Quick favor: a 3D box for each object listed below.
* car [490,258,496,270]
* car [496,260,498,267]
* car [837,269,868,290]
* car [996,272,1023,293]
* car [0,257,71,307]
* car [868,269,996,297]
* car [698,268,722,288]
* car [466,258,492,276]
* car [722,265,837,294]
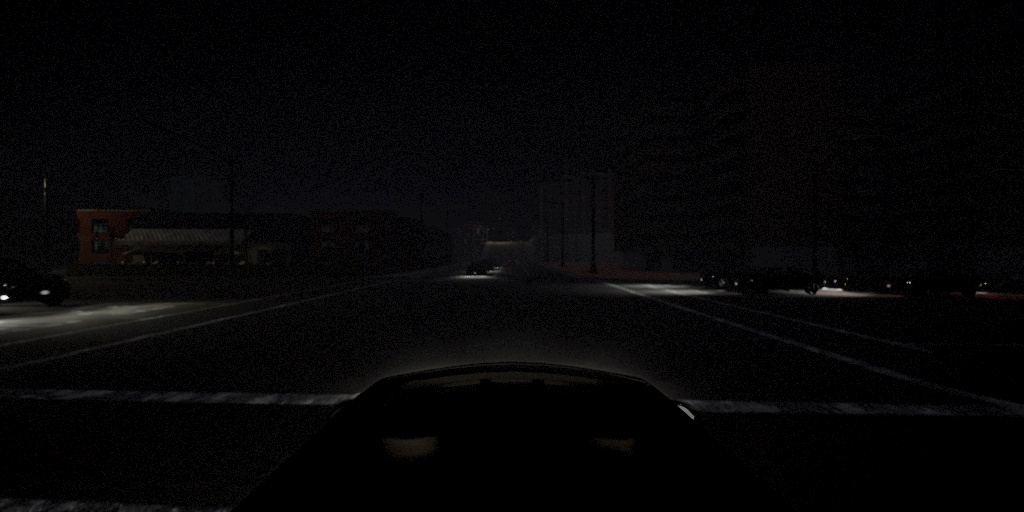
[{"bbox_3d":[-3.505,1.153,48.369,1.837,1.490,4.892,0,0,0],"label":"car"},{"bbox_3d":[-3.430,1.089,60.012,1.837,1.490,4.892,0,0,0],"label":"car"},{"bbox_3d":[24.402,1.612,24.939,4.181,1.385,1.994,1,0,-2],"label":"car"},{"bbox_3d":[34.753,1.830,25.164,5.357,1.411,2.033,1,0,-1],"label":"car"},{"bbox_3d":[-20.632,1.039,13.789,5.566,2.045,2.150,0,0,1],"label":"car"},{"bbox_3d":[24.936,1.568,21.441,4.902,1.511,2.128,1,0,-1],"label":"car"},{"bbox_3d":[15.488,1.394,24.726,4.902,1.511,2.128,1,0,-1],"label":"car"},{"bbox_3d":[-3.549,1.253,37.187,2.033,1.411,5.357,0,0,0],"label":"car"},{"bbox_3d":[15.690,1.415,21.230,4.902,1.511,2.128,1,0,-1],"label":"car"}]
